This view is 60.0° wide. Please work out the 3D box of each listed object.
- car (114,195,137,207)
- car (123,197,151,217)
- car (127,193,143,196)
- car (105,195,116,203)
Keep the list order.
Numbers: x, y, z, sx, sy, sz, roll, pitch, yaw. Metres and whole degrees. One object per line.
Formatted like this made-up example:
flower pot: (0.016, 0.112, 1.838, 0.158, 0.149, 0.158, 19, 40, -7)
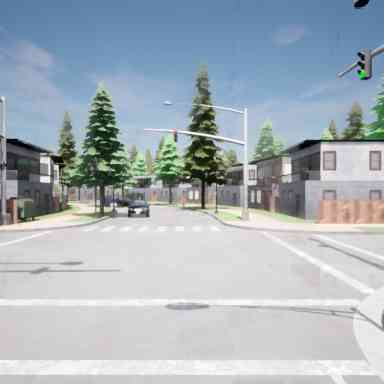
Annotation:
car: (-9.840, 1.566, 49.315, 1.895, 1.301, 4.718, 0, 0, -24)
car: (-4.839, 1.457, 30.567, 2.128, 1.511, 4.902, 0, 0, -7)
car: (-10.391, 1.187, 58.441, 2.150, 2.045, 5.566, 0, 0, -36)
car: (-16.507, 1.318, 66.785, 2.097, 1.767, 4.553, 0, 0, -45)
